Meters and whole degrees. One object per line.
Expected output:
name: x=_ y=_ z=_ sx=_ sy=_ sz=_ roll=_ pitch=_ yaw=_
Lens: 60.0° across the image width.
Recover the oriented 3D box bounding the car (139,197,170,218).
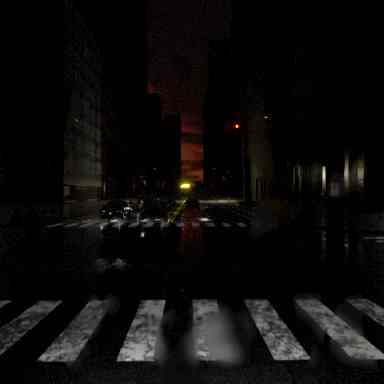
car: x=-3.400 y=1.480 z=30.851 sx=1.882 sy=1.535 sz=5.008 roll=0 pitch=0 yaw=0

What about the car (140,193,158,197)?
car: x=-6.677 y=1.227 z=48.732 sx=2.150 sy=2.045 sz=5.566 roll=0 pitch=0 yaw=0

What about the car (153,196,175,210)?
car: x=-3.423 y=1.530 z=40.132 sx=1.812 sy=1.442 sz=4.674 roll=0 pitch=0 yaw=0

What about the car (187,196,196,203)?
car: x=-0.077 y=1.569 z=70.904 sx=1.994 sy=1.385 sz=4.181 roll=0 pitch=0 yaw=0

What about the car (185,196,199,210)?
car: x=0.022 y=1.552 z=43.730 sx=2.033 sy=1.411 sz=5.357 roll=0 pitch=0 yaw=0

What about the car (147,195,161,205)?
car: x=-6.661 y=1.360 z=58.994 sx=2.097 sy=1.767 sz=4.553 roll=0 pitch=0 yaw=-1

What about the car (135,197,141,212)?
car: x=-6.667 y=1.605 z=38.821 sx=1.895 sy=1.301 sz=4.718 roll=0 pitch=0 yaw=0

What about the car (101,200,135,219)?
car: x=-6.665 y=1.507 z=29.558 sx=1.837 sy=1.490 sz=4.892 roll=0 pitch=0 yaw=0
